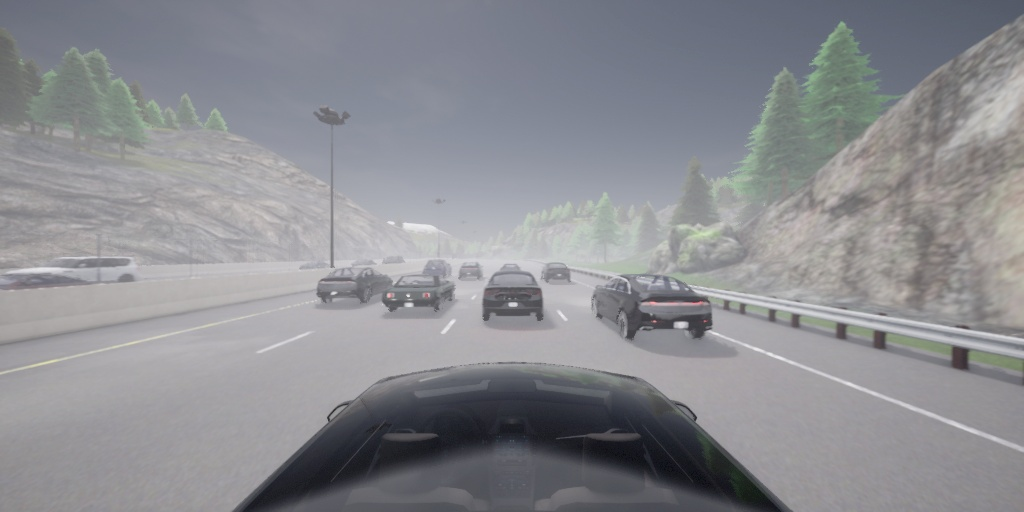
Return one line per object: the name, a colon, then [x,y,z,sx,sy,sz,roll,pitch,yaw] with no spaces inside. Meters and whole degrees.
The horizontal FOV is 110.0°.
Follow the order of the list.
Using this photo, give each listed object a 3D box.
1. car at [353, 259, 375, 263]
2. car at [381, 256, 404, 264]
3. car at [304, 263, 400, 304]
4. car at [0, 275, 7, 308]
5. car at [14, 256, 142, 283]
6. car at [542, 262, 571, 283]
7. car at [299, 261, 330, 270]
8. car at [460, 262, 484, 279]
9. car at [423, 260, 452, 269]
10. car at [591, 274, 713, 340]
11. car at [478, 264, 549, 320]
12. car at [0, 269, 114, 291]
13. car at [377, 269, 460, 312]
car: [-21.432,1.316,52.414,1.837,1.490,4.892,0,0,0]
car: [-17.941,1.027,54.159,2.150,2.045,5.566,0,0,0]
car: [-7.003,1.261,16.489,2.128,1.511,4.902,0,0,0]
car: [-21.166,1.393,11.999,1.895,1.301,4.718,0,0,0]
car: [-24.729,1.027,20.525,2.150,2.045,5.566,0,0,-1]
car: [3.414,1.233,28.451,1.882,1.535,5.008,0,0,0]
car: [-28.411,1.370,51.912,2.033,1.411,5.357,0,0,0]
car: [-3.614,1.262,32.179,2.128,1.511,4.902,0,0,0]
car: [-7.135,1.129,34.735,2.097,1.767,4.553,0,0,0]
car: [3.534,1.239,9.934,2.128,1.511,4.902,0,0,0]
car: [0.021,1.232,12.679,1.882,1.535,5.008,0,0,0]
car: [-17.671,1.350,12.856,1.994,1.385,4.181,0,0,0]
car: [-3.485,1.363,14.328,1.895,1.301,4.718,0,0,0]
